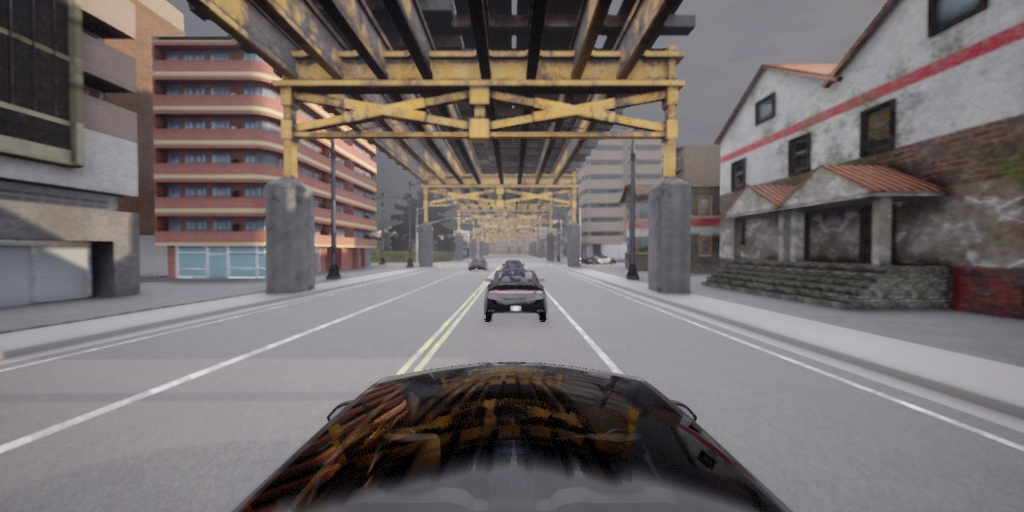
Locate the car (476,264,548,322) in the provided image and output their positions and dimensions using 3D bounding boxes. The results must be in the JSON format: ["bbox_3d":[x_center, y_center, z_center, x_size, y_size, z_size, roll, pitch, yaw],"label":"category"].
[{"bbox_3d":[0.104,1.180,12.061,2.128,1.511,4.902,0,0,0],"label":"car"}]

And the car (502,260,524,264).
[{"bbox_3d":[0.110,1.024,29.425,1.812,1.442,4.674,0,1,0],"label":"car"}]

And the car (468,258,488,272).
[{"bbox_3d":[-3.554,0.912,38.647,2.033,1.411,5.357,0,1,0],"label":"car"}]
